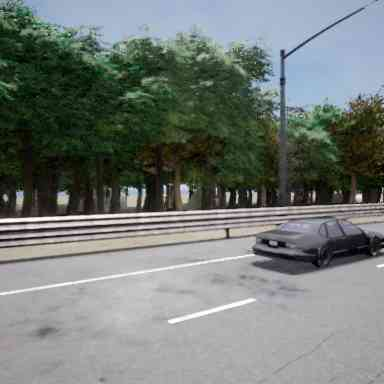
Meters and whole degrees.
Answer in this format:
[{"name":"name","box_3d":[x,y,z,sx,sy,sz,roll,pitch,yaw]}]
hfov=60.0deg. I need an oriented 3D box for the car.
[{"name":"car","box_3d":[4.425,1.546,11.194,5.357,1.411,2.033,0,0,-35]}]
